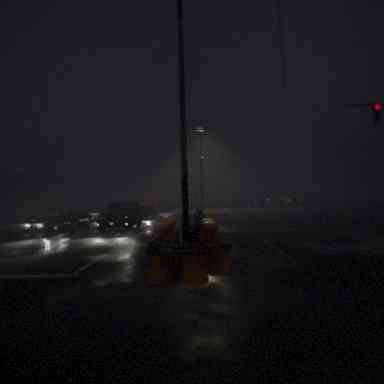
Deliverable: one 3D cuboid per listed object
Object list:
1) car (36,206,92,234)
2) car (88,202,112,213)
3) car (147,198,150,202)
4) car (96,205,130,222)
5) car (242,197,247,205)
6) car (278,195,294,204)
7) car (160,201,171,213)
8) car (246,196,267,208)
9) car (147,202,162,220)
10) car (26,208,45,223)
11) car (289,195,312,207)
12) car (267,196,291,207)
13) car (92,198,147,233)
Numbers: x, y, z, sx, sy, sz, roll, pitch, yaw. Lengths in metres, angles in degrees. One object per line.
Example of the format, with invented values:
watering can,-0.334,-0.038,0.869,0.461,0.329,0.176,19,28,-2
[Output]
car,-8.508,2.027,23.391,2.128,1.511,4.902,-2,-1,2
car,-14.347,2.350,52.004,2.128,1.511,4.902,-2,0,3
car,-7.486,1.888,48.837,2.150,2.045,5.566,-2,0,4
car,-8.085,2.176,34.471,2.033,1.411,5.357,-2,0,2
car,10.647,1.686,62.871,2.033,1.411,5.357,-2,0,2
car,17.637,1.421,62.593,1.882,1.535,5.008,-2,0,2
car,-4.085,2.045,46.577,1.882,1.535,5.008,-2,0,3
car,10.251,1.700,52.876,1.812,1.442,4.674,-2,0,2
car,-4.600,2.092,33.742,1.994,1.385,4.181,-2,0,3
car,-15.084,2.369,34.579,2.033,1.411,5.357,-2,0,2
car,17.237,1.332,52.564,2.097,1.767,4.553,-2,0,2
car,13.751,1.678,52.767,1.895,1.301,4.718,-2,0,2
car,-5.001,1.665,23.791,2.150,2.045,5.566,-2,-1,2
